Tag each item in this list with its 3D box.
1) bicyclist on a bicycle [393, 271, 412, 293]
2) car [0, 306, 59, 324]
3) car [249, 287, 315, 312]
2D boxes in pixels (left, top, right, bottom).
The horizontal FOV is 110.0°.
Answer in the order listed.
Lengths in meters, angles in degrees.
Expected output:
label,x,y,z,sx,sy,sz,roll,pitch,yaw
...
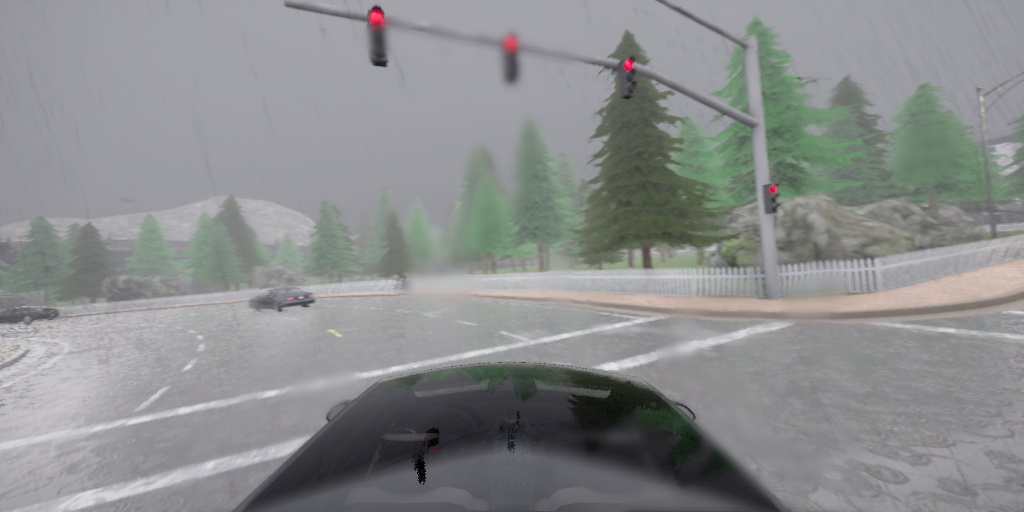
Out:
label,x,y,z,sx,sy,sz,roll,pitch,yaw
bicyclist on a bicycle,-8.360,1.973,27.318,0.582,1.620,1.656,-5,-1,38
car,-45.135,5.450,33.018,4.892,1.490,1.837,-4,-1,-7
car,-14.685,2.736,22.841,5.357,1.411,2.033,-5,-1,34
